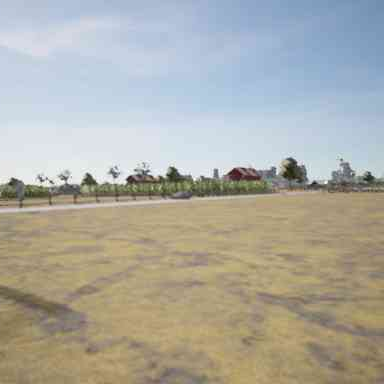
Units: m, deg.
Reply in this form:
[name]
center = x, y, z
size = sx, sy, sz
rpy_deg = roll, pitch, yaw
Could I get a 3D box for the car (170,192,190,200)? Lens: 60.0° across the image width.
[car]
center = -2.132, 0.696, 61.458
size = 1.994, 1.385, 4.181
rpy_deg = 0, 1, 36
